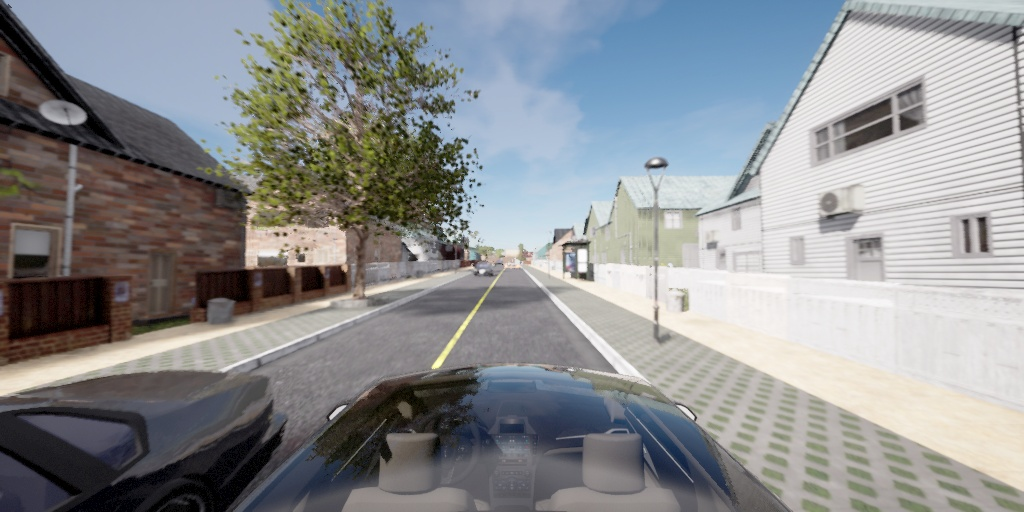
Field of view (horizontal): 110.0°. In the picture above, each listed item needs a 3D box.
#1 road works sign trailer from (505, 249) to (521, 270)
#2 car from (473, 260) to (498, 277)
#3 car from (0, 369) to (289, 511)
[{"bbox_3d":[-0.002,0.473,59.410,2.380,3.560,2.880,0,0,1],"label":"road works sign trailer"},{"bbox_3d":[-2.835,1.348,36.651,2.128,1.511,4.902,0,0,0],"label":"car"},{"bbox_3d":[-2.842,1.297,0.693,2.033,1.411,5.357,0,0,0],"label":"car"}]
